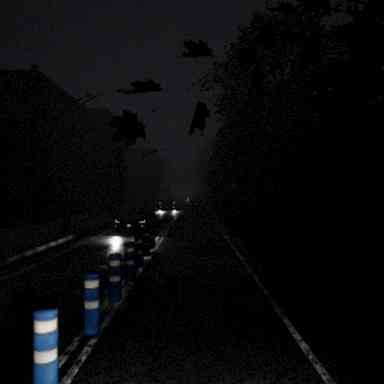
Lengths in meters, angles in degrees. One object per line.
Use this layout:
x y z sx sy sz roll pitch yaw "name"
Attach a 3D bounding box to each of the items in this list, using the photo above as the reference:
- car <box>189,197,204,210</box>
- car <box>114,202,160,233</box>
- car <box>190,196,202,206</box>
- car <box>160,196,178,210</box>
0.556 1.476 42.398 2.033 1.411 5.357 0 0 1 "car"
-3.228 1.494 19.576 1.837 1.490 4.892 0 0 1 "car"
0.648 1.442 55.541 1.895 1.301 4.718 0 2 1 "car"
-2.882 1.286 41.234 2.097 1.767 4.553 0 0 1 "car"
